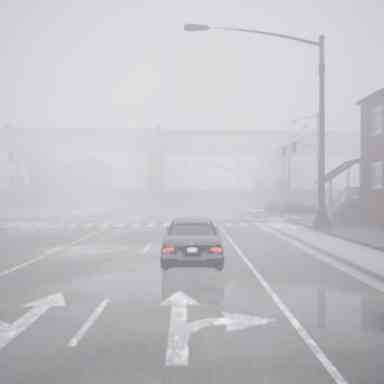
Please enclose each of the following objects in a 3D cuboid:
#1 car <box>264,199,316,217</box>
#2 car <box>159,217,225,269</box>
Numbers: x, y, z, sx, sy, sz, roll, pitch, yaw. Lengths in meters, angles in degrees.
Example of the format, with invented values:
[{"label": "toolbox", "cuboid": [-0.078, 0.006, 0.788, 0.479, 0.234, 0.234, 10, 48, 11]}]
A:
[{"label": "car", "cuboid": [8.999, 1.417, 30.157, 4.902, 1.511, 2.128, 0, -1, -4]}, {"label": "car", "cuboid": [0.003, 1.519, 10.959, 2.033, 1.411, 5.357, 0, 0, 0]}]
